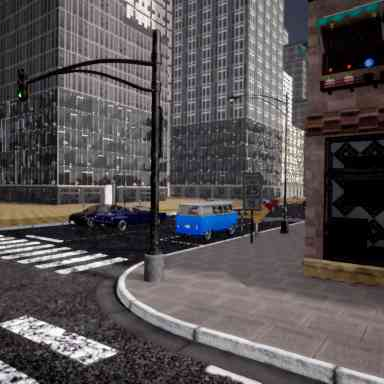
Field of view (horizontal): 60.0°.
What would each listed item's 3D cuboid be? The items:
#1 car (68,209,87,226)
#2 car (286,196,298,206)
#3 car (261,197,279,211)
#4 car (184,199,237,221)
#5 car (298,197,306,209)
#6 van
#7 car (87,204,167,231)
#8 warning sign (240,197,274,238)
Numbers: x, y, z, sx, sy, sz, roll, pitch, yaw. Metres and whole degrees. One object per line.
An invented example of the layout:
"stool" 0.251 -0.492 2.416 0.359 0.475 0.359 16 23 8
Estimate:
"car" -5.954 1.467 21.880 1.947 1.339 4.313 1 1 36
"car" 16.443 1.364 53.266 1.752 1.417 4.829 1 1 36
"car" 7.507 1.506 36.272 1.895 1.301 4.718 1 1 36
"car" 1.647 1.414 28.070 2.128 1.511 4.902 1 1 35
"car" 15.609 1.416 42.227 1.882 1.535 5.008 1 1 36
"van" 0.870 1.368 17.009 1.690 1.788 3.998 1 1 36
"car" -3.744 1.541 20.520 1.895 1.301 4.718 1 1 36
"warning sign" 3.150 1.177 16.112 1.300 1.860 1.060 1 1 36
